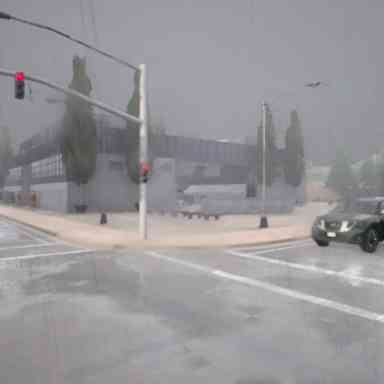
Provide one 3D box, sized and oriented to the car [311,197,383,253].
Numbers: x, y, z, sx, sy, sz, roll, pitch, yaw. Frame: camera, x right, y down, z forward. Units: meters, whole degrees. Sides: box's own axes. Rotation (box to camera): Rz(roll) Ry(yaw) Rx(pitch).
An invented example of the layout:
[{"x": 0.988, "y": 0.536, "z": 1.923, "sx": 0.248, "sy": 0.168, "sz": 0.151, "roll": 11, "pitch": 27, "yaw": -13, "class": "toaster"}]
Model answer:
[{"x": 7.399, "y": 1.240, "z": 14.174, "sx": 5.566, "sy": 2.045, "sz": 2.150, "roll": 0, "pitch": 0, "yaw": -38, "class": "car"}]
